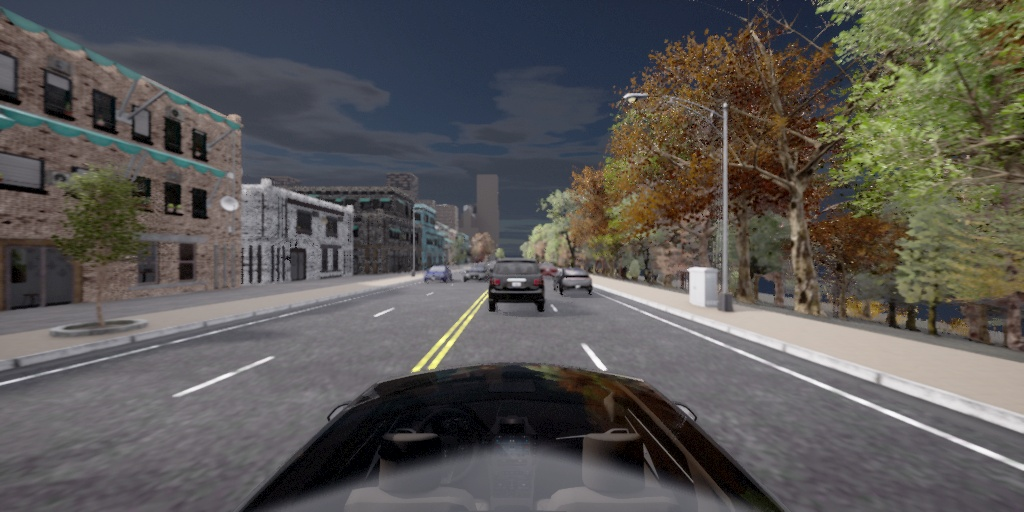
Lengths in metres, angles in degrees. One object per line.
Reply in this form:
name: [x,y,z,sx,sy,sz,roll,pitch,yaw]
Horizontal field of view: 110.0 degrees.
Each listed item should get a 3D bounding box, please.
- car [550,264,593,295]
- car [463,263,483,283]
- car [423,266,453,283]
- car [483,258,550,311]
car: [3.496,1.441,21.335,2.128,1.511,4.902,0,0,0]
car: [-3.115,1.613,31.876,1.994,1.385,4.181,0,-1,0]
car: [-6.359,1.567,31.330,1.812,1.442,4.674,0,-1,0]
car: [0.190,1.111,15.378,2.150,2.045,5.566,0,0,1]
